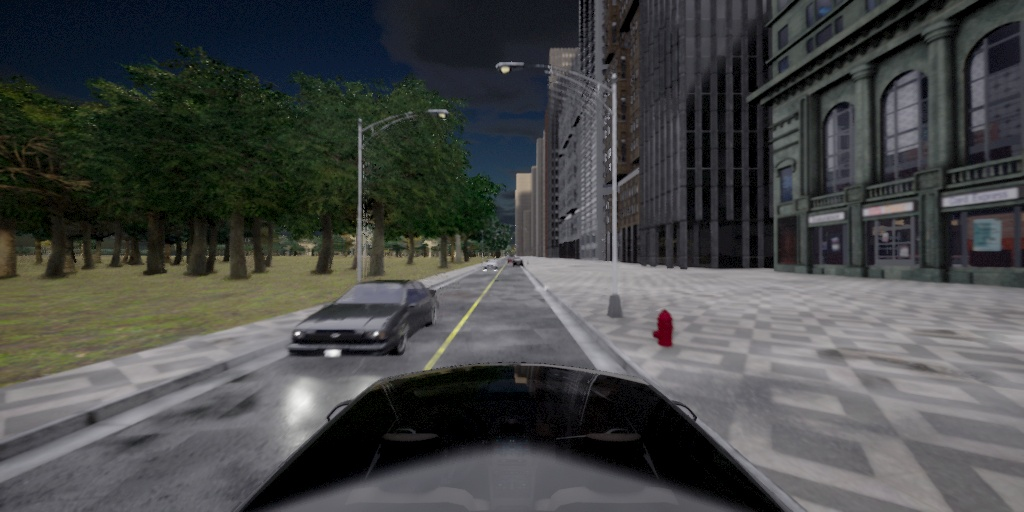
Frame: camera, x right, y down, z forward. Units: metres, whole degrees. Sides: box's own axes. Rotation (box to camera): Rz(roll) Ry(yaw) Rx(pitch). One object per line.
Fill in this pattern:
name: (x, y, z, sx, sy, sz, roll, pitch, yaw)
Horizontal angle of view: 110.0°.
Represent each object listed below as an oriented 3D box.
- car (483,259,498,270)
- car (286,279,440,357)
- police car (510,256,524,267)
car: (-3.051, 1.210, 52.038, 1.812, 1.442, 4.674, 0, 0, 0)
car: (-3.097, 1.298, 8.868, 2.033, 1.411, 5.357, 0, 0, 0)
police car: (1.064, 1.079, 62.212, 1.930, 1.638, 5.238, 0, 0, 0)
